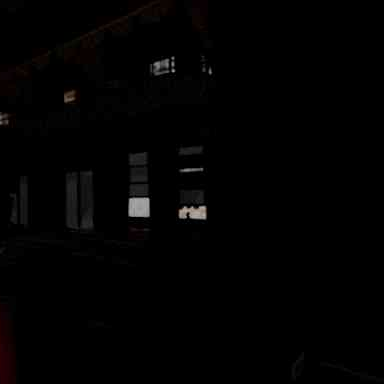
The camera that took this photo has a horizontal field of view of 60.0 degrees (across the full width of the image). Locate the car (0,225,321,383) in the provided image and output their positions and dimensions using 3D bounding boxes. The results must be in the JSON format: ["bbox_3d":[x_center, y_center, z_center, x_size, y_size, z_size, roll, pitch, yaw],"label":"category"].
[{"bbox_3d":[-1.189,1.311,3.753,5.009,1.841,2.192,0,-1,36],"label":"car"}]
